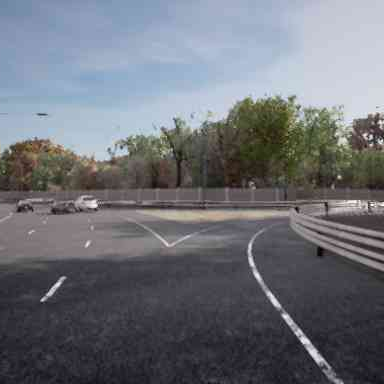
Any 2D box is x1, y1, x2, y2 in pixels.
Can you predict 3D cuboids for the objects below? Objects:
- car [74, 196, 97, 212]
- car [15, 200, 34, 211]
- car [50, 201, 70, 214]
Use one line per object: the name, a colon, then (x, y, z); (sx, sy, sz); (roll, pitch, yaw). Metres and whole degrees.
car: (-14.408, 1.574, 44.954); (2.150, 2.045, 5.566); (1, -1, -29)
car: (-23.151, 1.892, 45.990); (1.812, 1.442, 4.674); (1, -1, -32)
car: (-16.040, 1.810, 40.429); (2.128, 1.511, 4.902); (0, -1, -26)
